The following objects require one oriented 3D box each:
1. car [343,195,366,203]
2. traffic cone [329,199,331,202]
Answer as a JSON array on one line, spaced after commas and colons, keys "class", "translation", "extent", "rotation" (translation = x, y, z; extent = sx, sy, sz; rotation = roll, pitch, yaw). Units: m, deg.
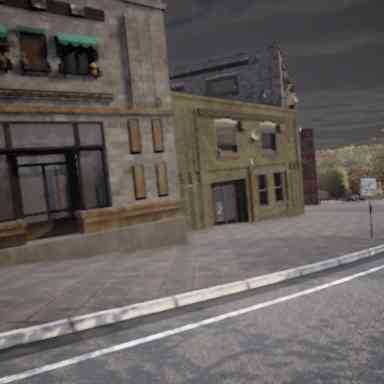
[{"class": "car", "translation": [30.566, 1.251, 62.717], "extent": [2.033, 1.411, 5.357], "rotation": [-6, -2, -3]}, {"class": "traffic cone", "translation": [31.035, 1.995, 73.927], "extent": [0.340, 0.580, 0.340], "rotation": [-6, -1, -9]}]
